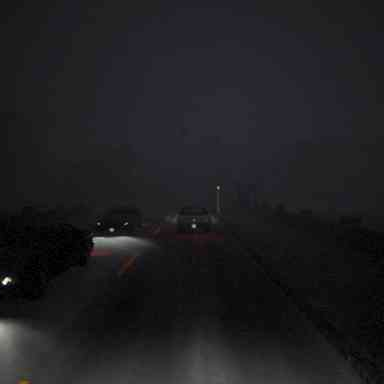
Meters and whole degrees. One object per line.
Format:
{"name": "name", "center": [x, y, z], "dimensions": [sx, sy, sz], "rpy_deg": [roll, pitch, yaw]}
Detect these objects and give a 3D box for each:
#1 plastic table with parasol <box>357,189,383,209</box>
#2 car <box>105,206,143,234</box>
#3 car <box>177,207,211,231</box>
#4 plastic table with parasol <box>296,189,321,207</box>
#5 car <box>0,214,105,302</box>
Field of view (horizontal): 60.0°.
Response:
{"name": "plastic table with parasol", "center": [22.890, 0.813, 42.507], "dimensions": [2.482, 2.480, 2.482], "rpy_deg": [0, 0, 0]}
{"name": "car", "center": [-4.005, 1.496, 19.254], "dimensions": [2.033, 1.411, 5.357], "rpy_deg": [0, 0, 0]}
{"name": "car", "center": [0.087, 1.547, 20.156], "dimensions": [1.895, 1.301, 4.718], "rpy_deg": [0, 0, -1]}
{"name": "plastic table with parasol", "center": [15.910, 0.805, 45.536], "dimensions": [2.482, 2.480, 2.482], "rpy_deg": [0, 0, 0]}
{"name": "car", "center": [-4.075, 1.524, 8.626], "dimensions": [2.033, 1.411, 5.357], "rpy_deg": [0, 0, 0]}
